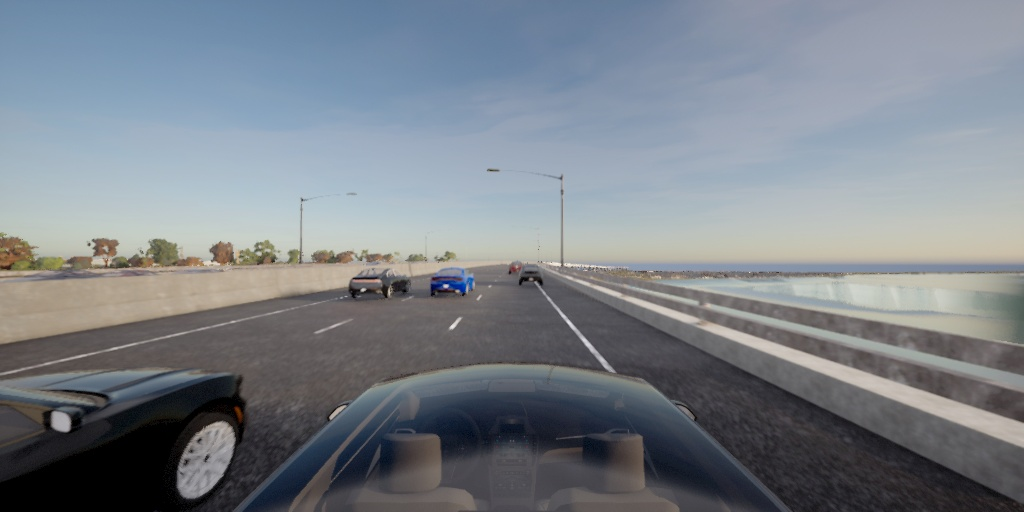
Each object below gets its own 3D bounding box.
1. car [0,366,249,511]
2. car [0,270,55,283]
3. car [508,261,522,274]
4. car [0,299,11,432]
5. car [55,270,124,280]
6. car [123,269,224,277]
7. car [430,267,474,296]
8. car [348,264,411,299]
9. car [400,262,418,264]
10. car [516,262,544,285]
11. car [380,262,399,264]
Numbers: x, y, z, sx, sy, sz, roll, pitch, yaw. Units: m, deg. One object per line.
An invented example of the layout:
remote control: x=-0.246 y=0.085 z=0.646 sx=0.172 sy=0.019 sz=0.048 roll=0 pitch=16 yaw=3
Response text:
car: x=-3.395 y=1.223 z=1.311 sx=1.882 sy=1.535 sz=5.008 roll=0 pitch=0 yaw=0
car: x=-24.493 y=1.436 z=19.401 sx=1.994 sy=1.385 sz=4.181 roll=0 pitch=0 yaw=1
car: x=0.653 y=1.475 z=48.032 sx=2.097 sy=1.767 sz=4.553 roll=0 pitch=0 yaw=2
car: x=-6.894 y=1.238 z=1.715 sx=2.128 sy=1.511 sz=4.902 roll=0 pitch=0 yaw=0
car: x=-20.993 y=1.438 z=19.437 sx=1.994 sy=1.385 sz=4.181 roll=0 pitch=0 yaw=1
car: x=-17.498 y=1.427 z=19.865 sx=2.033 sy=1.411 sz=5.357 roll=0 pitch=0 yaw=1
car: x=-3.288 y=1.369 z=20.480 sx=1.882 sy=1.535 sz=5.008 roll=0 pitch=0 yaw=1
car: x=-6.805 y=1.370 z=18.885 sx=2.128 sy=1.511 sz=4.902 roll=0 pitch=0 yaw=1
car: x=-16.513 y=1.779 z=60.475 sx=2.033 sy=1.411 sz=5.357 roll=0 pitch=-1 yaw=2
car: x=1.435 y=1.464 z=28.418 sx=1.837 sy=1.490 sz=4.892 roll=0 pitch=0 yaw=1
car: x=-20.011 y=1.710 z=60.591 sx=1.882 sy=1.535 sz=5.008 roll=0 pitch=-1 yaw=2
